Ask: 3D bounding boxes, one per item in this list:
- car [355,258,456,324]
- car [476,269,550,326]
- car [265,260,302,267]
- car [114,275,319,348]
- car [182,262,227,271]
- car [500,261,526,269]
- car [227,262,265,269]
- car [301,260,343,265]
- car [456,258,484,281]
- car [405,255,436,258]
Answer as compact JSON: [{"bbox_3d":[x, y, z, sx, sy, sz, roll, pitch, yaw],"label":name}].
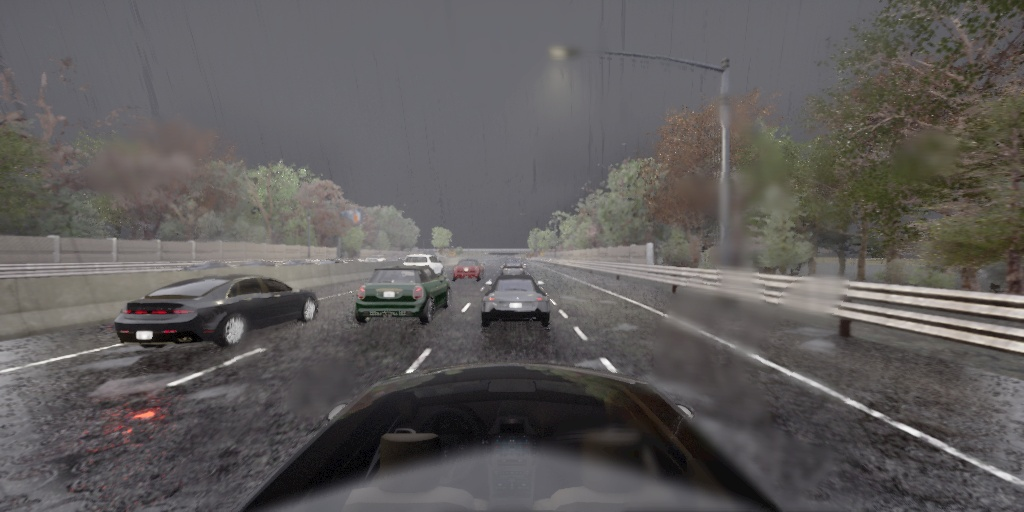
[{"bbox_3d":[-3.401,1.075,12.040,2.097,1.767,4.553,0,0,0],"label":"car"},{"bbox_3d":[0.098,1.288,11.616,1.994,1.385,4.181,0,0,0],"label":"car"},{"bbox_3d":[-21.095,1.167,35.003,2.128,1.511,4.902,0,0,0],"label":"car"},{"bbox_3d":[-6.901,1.235,9.159,1.837,1.490,4.892,0,0,0],"label":"car"},{"bbox_3d":[-28.093,1.243,33.156,1.994,1.385,4.181,0,0,0],"label":"car"},{"bbox_3d":[0.098,1.177,29.100,2.128,1.511,4.902,0,0,0],"label":"car"},{"bbox_3d":[-24.594,1.240,34.546,1.994,1.385,4.181,0,0,0],"label":"car"},{"bbox_3d":[-17.595,1.182,34.338,1.837,1.490,4.892,0,0,0],"label":"car"},{"bbox_3d":[-3.404,1.038,28.851,2.097,1.767,4.553,0,0,0],"label":"car"},{"bbox_3d":[-6.907,0.909,28.242,2.150,2.045,5.566,0,0,0],"label":"car"}]
